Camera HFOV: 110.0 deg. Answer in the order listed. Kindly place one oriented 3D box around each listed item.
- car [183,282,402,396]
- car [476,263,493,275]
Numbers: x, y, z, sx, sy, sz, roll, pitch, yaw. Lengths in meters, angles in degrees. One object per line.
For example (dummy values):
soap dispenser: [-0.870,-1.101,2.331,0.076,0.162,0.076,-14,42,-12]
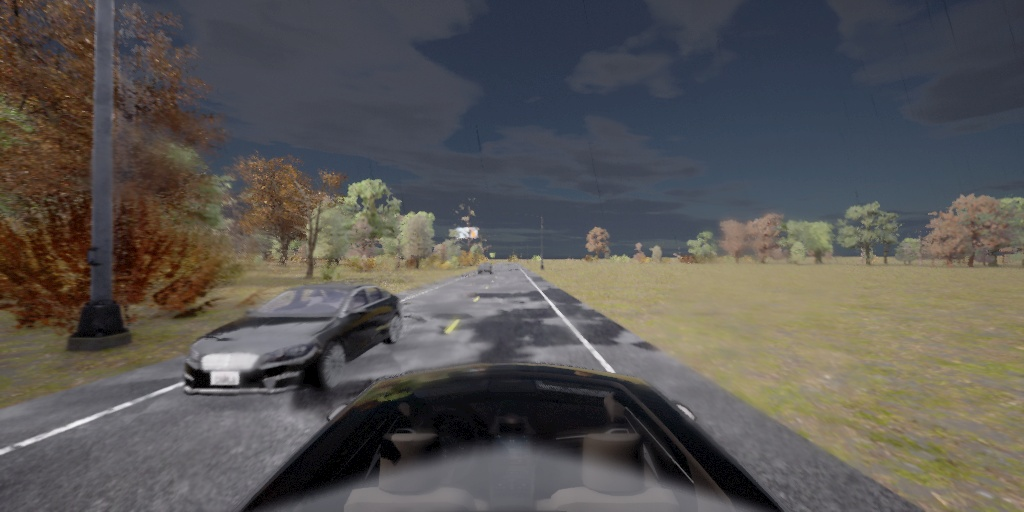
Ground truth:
car: [-3.599,1.290,6.956,2.128,1.511,4.902,0,-1,0]
car: [-3.566,1.681,47.811,1.837,1.490,4.892,0,-1,0]
